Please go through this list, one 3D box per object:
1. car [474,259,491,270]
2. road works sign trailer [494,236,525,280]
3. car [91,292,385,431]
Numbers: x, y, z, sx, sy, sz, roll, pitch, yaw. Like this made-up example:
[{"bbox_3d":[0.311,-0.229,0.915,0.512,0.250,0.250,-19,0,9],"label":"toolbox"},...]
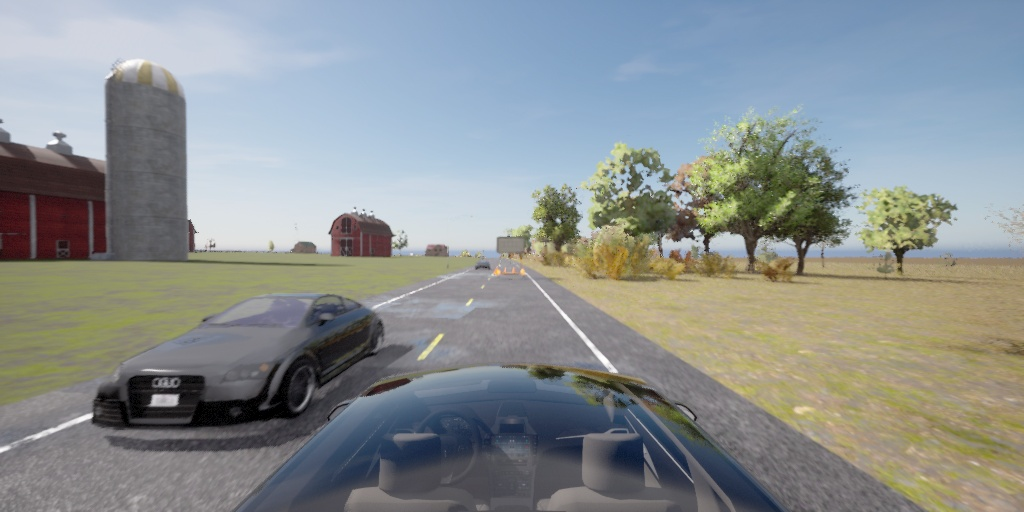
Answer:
[{"bbox_3d":[-3.926,1.157,48.653,1.994,1.385,4.181,0,0,0],"label":"car"},{"bbox_3d":[-0.116,0.116,29.939,2.380,3.560,2.880,0,0,-1],"label":"road works sign trailer"},{"bbox_3d":[-3.603,1.302,5.713,1.994,1.385,4.181,0,0,0],"label":"car"}]
